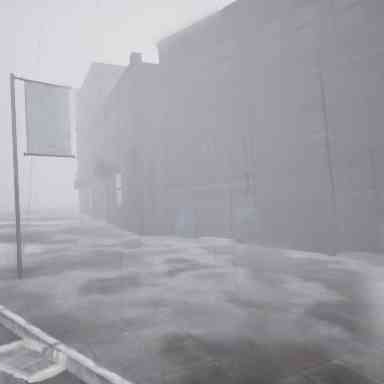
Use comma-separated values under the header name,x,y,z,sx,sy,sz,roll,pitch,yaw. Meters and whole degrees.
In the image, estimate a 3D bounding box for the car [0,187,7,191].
name,x,y,z,sx,sy,sz,roll,pitch,yaw
car,-47.420,-0.646,79.378,2.231,1.521,4.892,-4,-3,5
